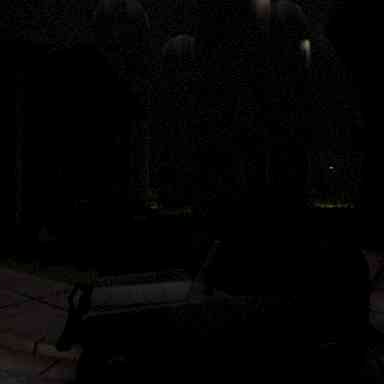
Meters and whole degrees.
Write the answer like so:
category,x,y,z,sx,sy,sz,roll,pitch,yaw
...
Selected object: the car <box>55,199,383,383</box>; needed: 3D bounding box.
category,x,y,z,sx,sy,sz,roll,pitch,yaw
car,0.412,1.211,4.408,3.866,1.878,1.905,-1,6,-7
